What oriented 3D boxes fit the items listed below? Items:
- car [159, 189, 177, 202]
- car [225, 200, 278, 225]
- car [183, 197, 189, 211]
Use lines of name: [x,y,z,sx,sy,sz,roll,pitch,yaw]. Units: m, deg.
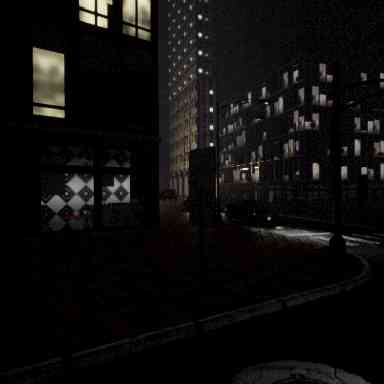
car: [-4.030,0.537,54.624,2.150,2.045,5.566,-1,1,-18]
car: [3.842,1.291,22.278,2.128,1.511,4.902,-1,1,-19]
car: [0.496,1.162,32.130,1.837,1.490,4.892,-1,1,-19]
